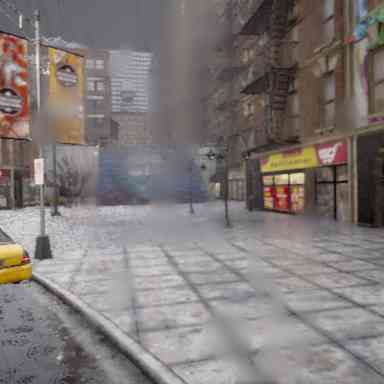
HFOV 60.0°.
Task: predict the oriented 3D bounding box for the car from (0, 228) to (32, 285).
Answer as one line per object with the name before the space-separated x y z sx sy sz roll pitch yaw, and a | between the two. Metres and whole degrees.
car | -5.727 1.424 8.399 1.801 1.575 5.366 -2 1 -43
